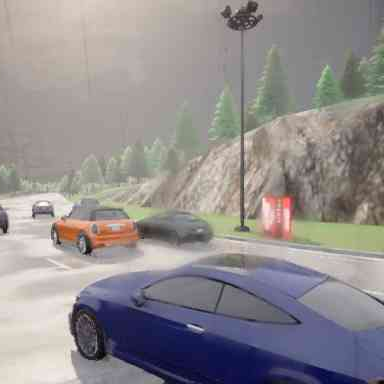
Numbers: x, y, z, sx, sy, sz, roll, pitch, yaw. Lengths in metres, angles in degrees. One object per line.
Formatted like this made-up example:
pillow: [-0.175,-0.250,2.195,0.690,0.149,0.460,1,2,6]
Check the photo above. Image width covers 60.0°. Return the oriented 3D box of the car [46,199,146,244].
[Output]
car: [-4.096,1.352,13.645,2.097,1.767,4.553,0,0,-40]

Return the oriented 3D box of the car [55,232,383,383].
car: [0.371,1.526,4.148,4.674,1.442,1.812,0,0,39]

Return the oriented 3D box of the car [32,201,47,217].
car: [-14.035,1.546,31.349,2.033,1.411,5.357,0,0,-25]

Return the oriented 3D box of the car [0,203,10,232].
car: [-12.027,1.351,19.666,2.097,1.767,4.553,0,0,-29]

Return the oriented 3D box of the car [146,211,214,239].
car: [-0.940,1.563,15.219,1.994,1.385,4.181,0,0,-40]

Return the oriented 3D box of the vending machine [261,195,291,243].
vending machine: [3.897,1.195,15.386,1.100,2.100,0.880,0,0,-44]
